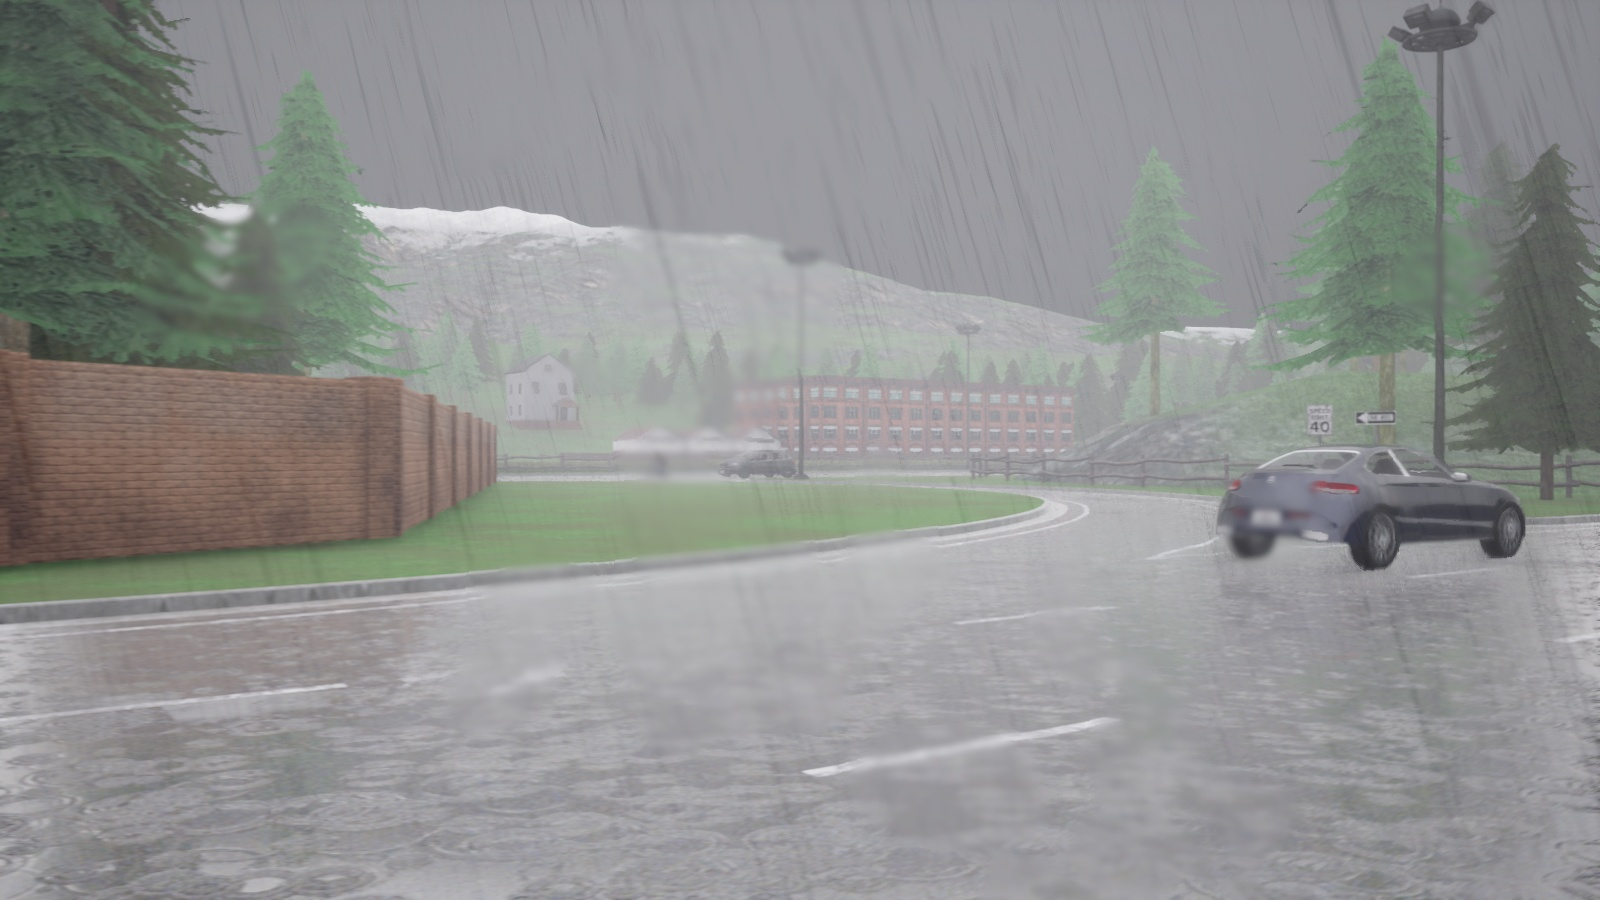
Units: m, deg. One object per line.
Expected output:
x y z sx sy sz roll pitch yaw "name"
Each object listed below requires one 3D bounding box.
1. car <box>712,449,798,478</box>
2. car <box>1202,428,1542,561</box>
-2.640 0.776 73.845 4.611 1.667 2.242 0 0 -35 "car"
8.247 0.550 17.929 5.027 1.651 2.152 0 0 -35 "car"
